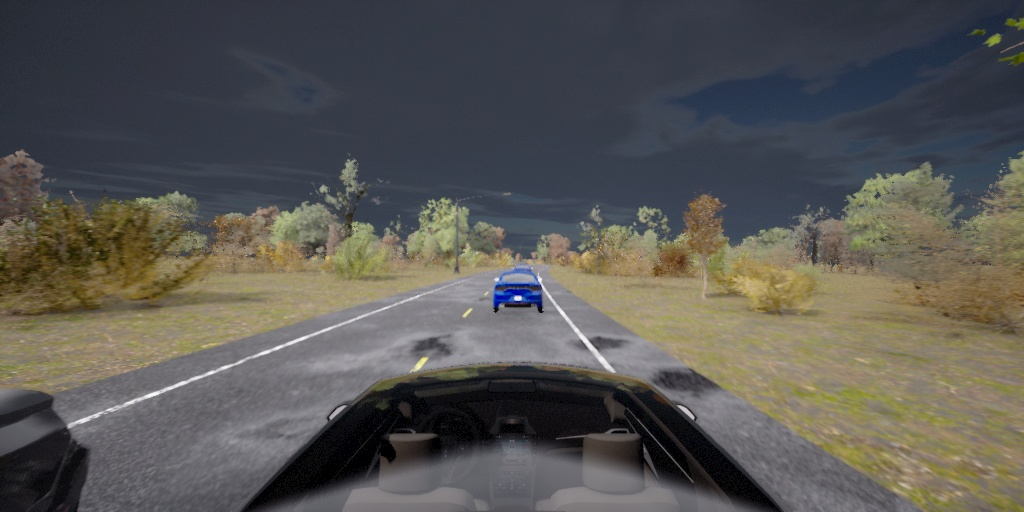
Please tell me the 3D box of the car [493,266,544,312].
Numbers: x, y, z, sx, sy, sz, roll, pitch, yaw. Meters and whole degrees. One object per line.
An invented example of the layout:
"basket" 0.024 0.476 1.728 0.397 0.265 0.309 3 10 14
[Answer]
"car" 0.265 1.351 15.066 1.882 1.535 5.008 0 -1 1

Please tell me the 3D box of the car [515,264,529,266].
"car" 1.038 1.542 35.349 1.882 1.535 5.008 0 -1 3
